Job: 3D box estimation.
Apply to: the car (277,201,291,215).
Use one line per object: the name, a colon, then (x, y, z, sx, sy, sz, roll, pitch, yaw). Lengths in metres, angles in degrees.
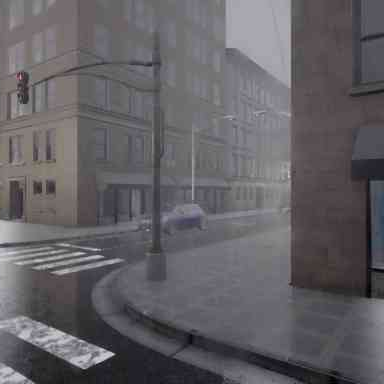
car: (10.852, 1.695, 36.082, 2.128, 1.511, 4.902, 0, 0, 36)

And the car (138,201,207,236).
car: (-1.040, 1.444, 19.375, 2.097, 1.767, 4.553, 0, 0, 35)
